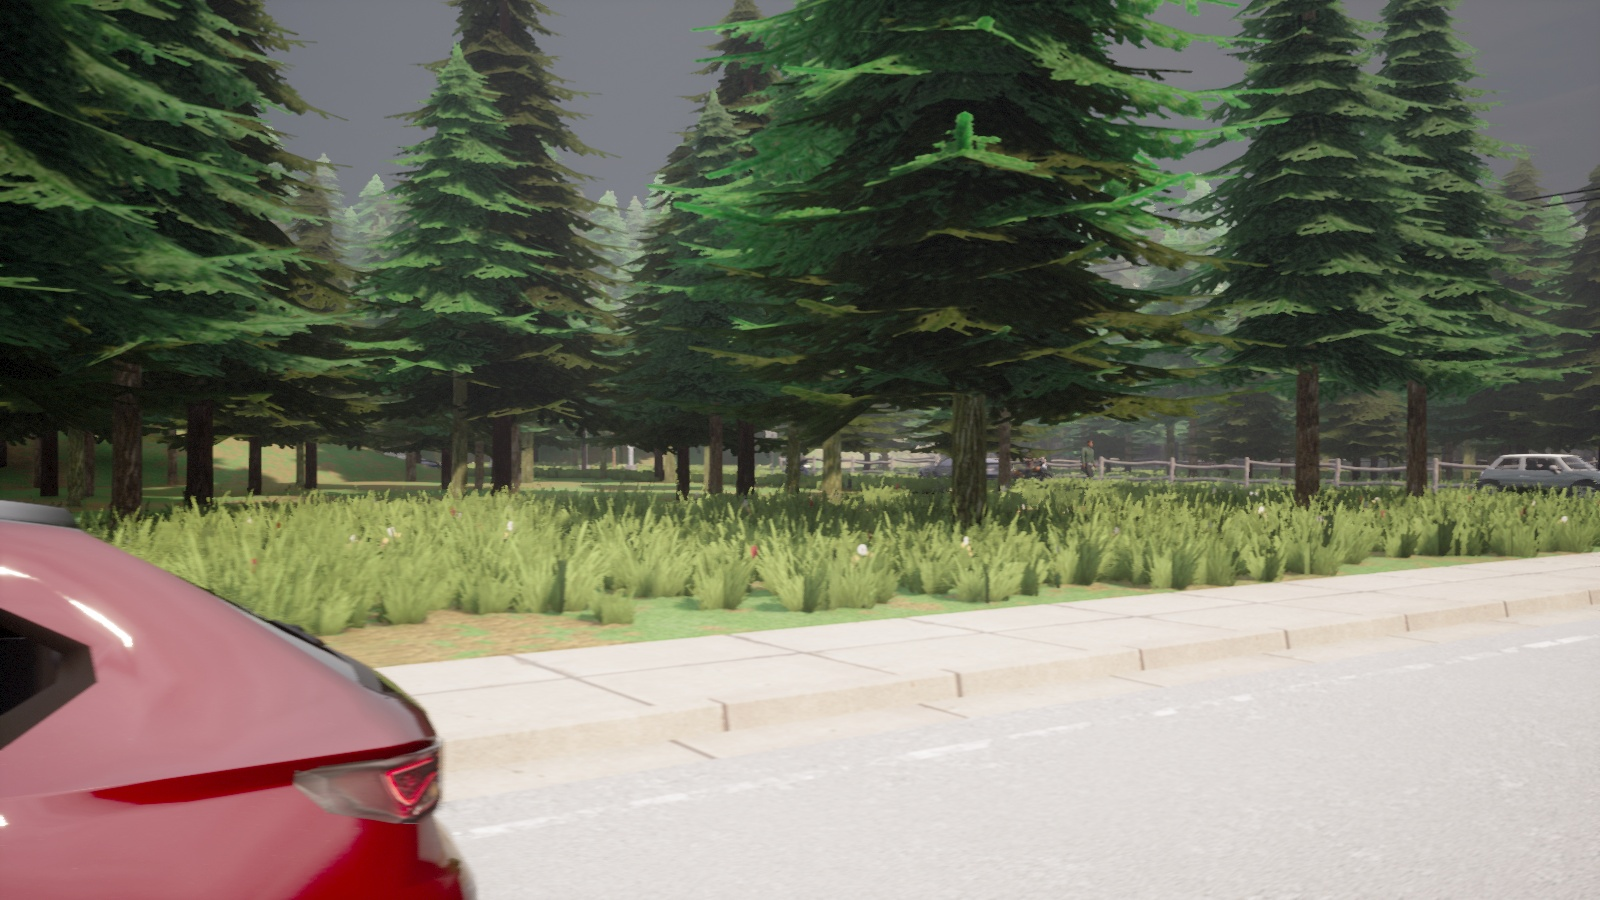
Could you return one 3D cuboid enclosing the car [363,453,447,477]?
[{"bbox_3d":[-25.785,0.976,82.051,4.792,1.488,2.163,0,0,-1],"label":"car"}]

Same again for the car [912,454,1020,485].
[{"bbox_3d":[7.773,0.899,59.392,2.033,1.411,5.357,0,0,-34],"label":"car"}]

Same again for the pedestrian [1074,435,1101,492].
[{"bbox_3d":[9.895,0.458,43.226,0.423,1.949,0.788,0,0,-41],"label":"pedestrian"}]

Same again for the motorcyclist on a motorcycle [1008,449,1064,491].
[{"bbox_3d":[9.480,0.776,50.518,0.766,1.649,2.350,0,0,-34],"label":"motorcyclist on a motorcycle"}]

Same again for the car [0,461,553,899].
[{"bbox_3d":[-2.680,0.768,1.793,4.193,1.474,1.816,0,0,-35],"label":"car"}]

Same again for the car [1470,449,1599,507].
[{"bbox_3d":[20.441,0.719,33.746,1.970,1.475,3.806,0,0,-32],"label":"car"}]
